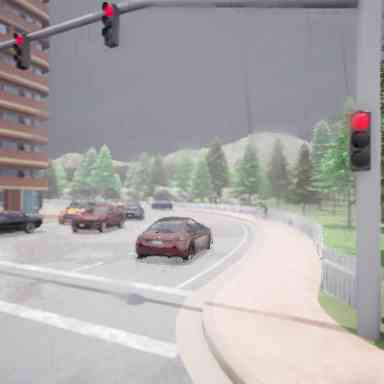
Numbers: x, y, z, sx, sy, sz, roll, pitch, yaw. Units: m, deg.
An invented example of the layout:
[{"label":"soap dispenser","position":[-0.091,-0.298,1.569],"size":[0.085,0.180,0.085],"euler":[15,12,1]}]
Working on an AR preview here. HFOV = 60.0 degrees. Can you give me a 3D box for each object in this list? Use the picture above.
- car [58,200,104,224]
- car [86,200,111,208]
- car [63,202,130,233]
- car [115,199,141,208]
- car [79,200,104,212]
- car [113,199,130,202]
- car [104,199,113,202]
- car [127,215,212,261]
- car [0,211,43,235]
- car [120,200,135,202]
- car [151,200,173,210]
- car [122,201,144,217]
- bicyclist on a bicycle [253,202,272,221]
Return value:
[{"label":"car","position":[-8.820,1.536,26.330],"size":[2.097,1.767,4.553],"euler":[1,-1,0]},{"label":"car","position":[-17.050,2.116,60.302],"size":[4.718,1.301,1.895],"euler":[0,-1,37]},{"label":"car","position":[-5.814,1.626,21.044],"size":[1.882,1.535,5.008],"euler":[0,-1,7]},{"label":"car","position":[-11.573,2.039,59.988],"size":[5.008,1.535,1.882],"euler":[0,-1,44]},{"label":"car","position":[-13.893,1.863,45.866],"size":[2.128,1.511,4.902],"euler":[1,-1,-32]},{"label":"car","position":[-11.138,1.774,47.982],"size":[2.097,1.767,4.553],"euler":[1,-1,-32]},{"label":"car","position":[-9.910,1.798,36.308],"size":[1.837,1.490,4.892],"euler":[1,-1,-16]},{"label":"car","position":[-0.544,1.662,12.812],"size":[1.994,1.385,4.181],"euler":[0,-1,17]},{"label":"car","position":[-10.218,1.667,17.530],"size":[1.895,1.301,4.718],"euler":[0,-1,15]},{"label":"car","position":[-6.943,1.951,38.756],"size":[1.895,1.301,4.718],"euler":[1,-1,-18]},{"label":"car","position":[-4.702,1.995,51.021],"size":[1.882,1.535,5.008],"euler":[1,-1,-31]},{"label":"car","position":[-5.381,1.824,30.024],"size":[1.994,1.385,4.181],"euler":[1,-1,-4]},{"label":"bicyclist on a bicycle","position":[5.960,1.641,28.048],"size":[1.656,1.620,0.582],"euler":[0,-1,-1]}]
